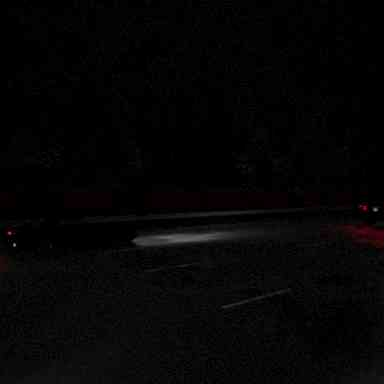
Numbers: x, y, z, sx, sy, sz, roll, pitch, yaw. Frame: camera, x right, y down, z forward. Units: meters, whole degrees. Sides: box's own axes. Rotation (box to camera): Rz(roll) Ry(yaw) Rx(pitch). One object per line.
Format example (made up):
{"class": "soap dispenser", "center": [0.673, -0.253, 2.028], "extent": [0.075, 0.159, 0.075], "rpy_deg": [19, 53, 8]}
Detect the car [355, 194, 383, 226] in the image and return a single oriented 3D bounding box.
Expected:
{"class": "car", "center": [13.552, 1.217, 22.207], "extent": [5.566, 2.045, 2.150], "rpy_deg": [1, 0, -36]}

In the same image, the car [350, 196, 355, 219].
{"class": "car", "center": [15.519, 1.222, 27.960], "extent": [5.566, 2.045, 2.150], "rpy_deg": [0, 0, -36]}

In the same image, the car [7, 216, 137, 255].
{"class": "car", "center": [-4.634, 1.601, 13.354], "extent": [4.718, 1.301, 1.895], "rpy_deg": [0, 0, -36]}
